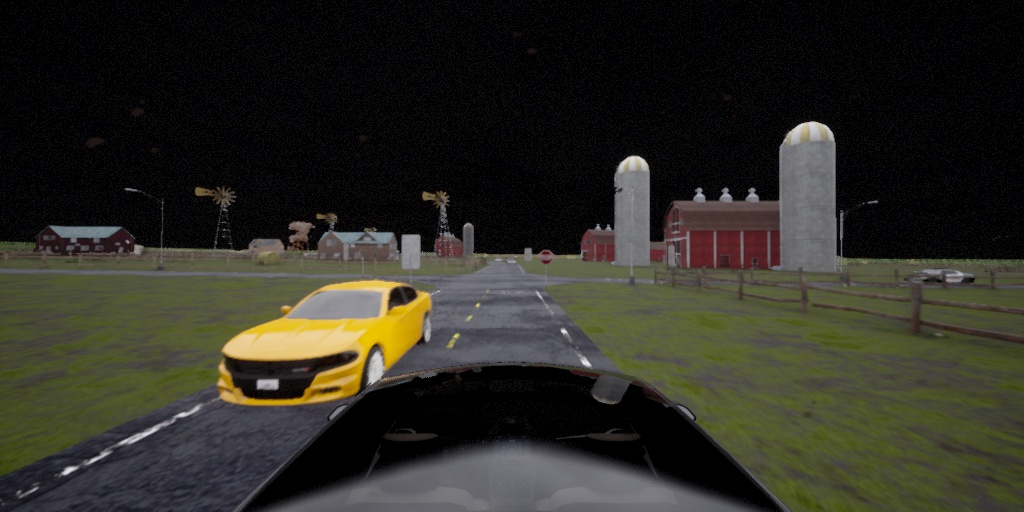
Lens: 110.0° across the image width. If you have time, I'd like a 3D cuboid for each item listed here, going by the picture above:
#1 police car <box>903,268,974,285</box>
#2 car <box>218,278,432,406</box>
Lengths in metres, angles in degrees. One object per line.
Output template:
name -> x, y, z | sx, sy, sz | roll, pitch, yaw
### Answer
police car -> 39.117, 1.903, 33.079 | 4.974, 1.542, 2.038 | 1, -1, 0
car -> -2.838, 1.225, 6.673 | 1.882, 1.535, 5.008 | 0, 0, 0
